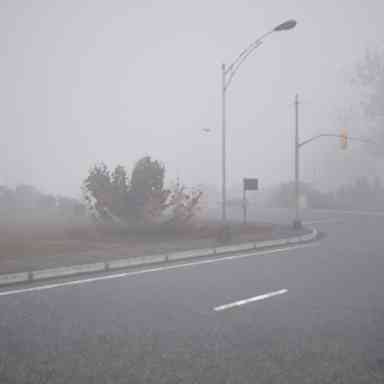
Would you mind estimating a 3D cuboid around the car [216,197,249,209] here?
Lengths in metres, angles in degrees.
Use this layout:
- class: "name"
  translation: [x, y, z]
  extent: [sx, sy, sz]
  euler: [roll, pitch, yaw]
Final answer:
- class: "car"
  translation: [5.206, 1.361, 43.260]
  extent: [2.128, 1.511, 4.902]
  euler: [0, 0, -39]
